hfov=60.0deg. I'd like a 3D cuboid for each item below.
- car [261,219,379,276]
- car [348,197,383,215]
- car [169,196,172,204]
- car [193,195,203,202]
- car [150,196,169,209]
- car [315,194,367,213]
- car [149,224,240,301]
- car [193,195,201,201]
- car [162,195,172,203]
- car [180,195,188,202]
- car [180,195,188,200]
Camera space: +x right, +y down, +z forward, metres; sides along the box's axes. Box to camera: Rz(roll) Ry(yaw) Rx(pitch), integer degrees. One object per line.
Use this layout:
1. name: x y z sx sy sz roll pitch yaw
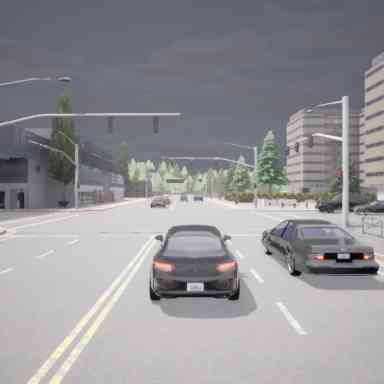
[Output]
1. car: 3.534 1.547 10.280 2.033 1.411 5.357 0 0 0
2. car: 18.226 1.526 32.537 4.674 1.442 1.812 0 0 -2
3. car: -4.980 1.564 58.412 1.994 1.385 4.181 0 0 -2
4. car: 1.579 1.478 78.713 1.882 1.535 5.008 0 0 -1
5. car: -4.673 1.563 46.340 1.994 1.385 4.181 0 0 -2
6. car: 16.291 1.222 36.005 5.566 2.045 2.150 0 0 -2
7. car: 0.037 1.526 8.224 1.812 1.442 4.674 0 0 -1
8. car: 1.318 1.500 88.851 1.837 1.490 4.892 0 0 -1
9. car: -5.184 1.478 69.342 1.882 1.535 5.008 0 0 -1
10. car: -1.908 1.533 78.143 2.033 1.411 5.357 0 0 -1
11. car: -2.181 1.467 88.779 1.994 1.385 4.181 0 0 -1
